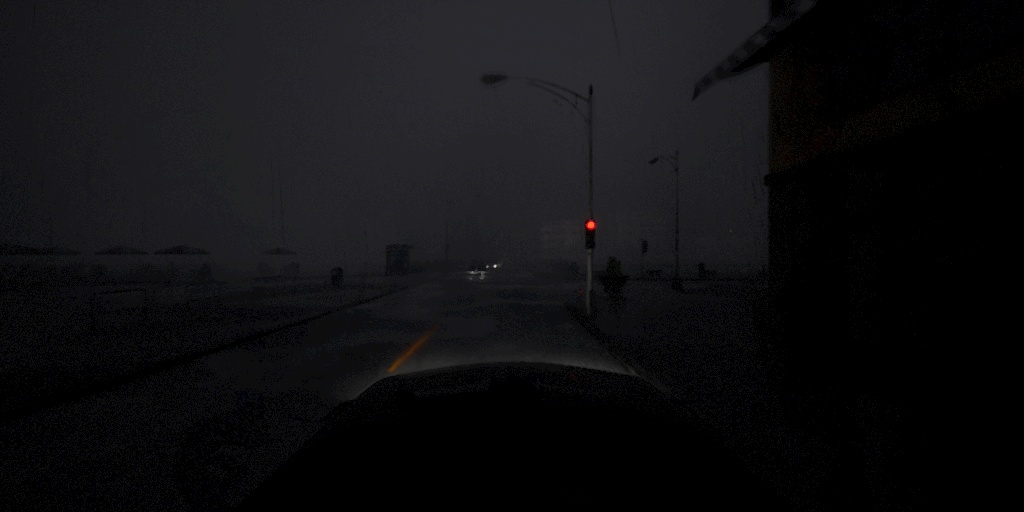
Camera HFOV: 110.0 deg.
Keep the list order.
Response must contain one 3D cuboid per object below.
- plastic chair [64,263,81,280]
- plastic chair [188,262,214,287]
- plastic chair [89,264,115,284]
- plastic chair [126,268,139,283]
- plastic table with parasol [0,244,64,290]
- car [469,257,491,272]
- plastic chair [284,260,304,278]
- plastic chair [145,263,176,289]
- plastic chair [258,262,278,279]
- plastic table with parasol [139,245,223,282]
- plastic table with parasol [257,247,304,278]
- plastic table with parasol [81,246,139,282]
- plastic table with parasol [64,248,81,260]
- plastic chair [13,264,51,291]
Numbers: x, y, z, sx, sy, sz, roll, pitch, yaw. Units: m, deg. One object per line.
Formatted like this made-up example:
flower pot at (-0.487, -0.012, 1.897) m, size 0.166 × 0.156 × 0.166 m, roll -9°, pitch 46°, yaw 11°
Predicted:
plastic chair at (-33.332, 1.156, 27.030) m, size 0.730 × 1.272 × 0.750 m, roll 0°, pitch 0°, yaw -1°
plastic chair at (-18.701, 1.183, 21.625) m, size 0.730 × 1.272 × 0.750 m, roll 0°, pitch 0°, yaw 0°
plastic chair at (-27.001, 1.173, 23.526) m, size 0.750 × 1.272 × 0.730 m, roll 0°, pitch 0°, yaw 0°
plastic chair at (-25.700, 1.167, 24.726) m, size 0.730 × 1.272 × 0.750 m, roll 0°, pitch 0°, yaw 0°
plastic table with parasol at (-26.511, 0.592, 18.856) m, size 2.482 × 2.480 × 2.482 m, roll 0°, pitch 0°, yaw 0°
car at (-4.003, 1.117, 43.022) m, size 2.033 × 1.411 × 5.357 m, roll 0°, pitch 1°, yaw 0°
plastic chair at (-17.900, 1.145, 29.425) m, size 0.730 × 1.272 × 0.750 m, roll 0°, pitch 0°, yaw 0°
plastic chair at (-20.001, 1.188, 20.425) m, size 0.750 × 1.272 × 0.730 m, roll 0°, pitch 0°, yaw 0°
plastic chair at (-19.200, 1.151, 28.225) m, size 0.750 × 1.272 × 0.730 m, roll 0°, pitch 0°, yaw 0°
plastic table with parasol at (-19.921, 0.578, 21.745) m, size 2.482 × 2.480 × 2.482 m, roll 0°, pitch 0°, yaw 0°
plastic table with parasol at (-19.170, 0.540, 29.565) m, size 2.482 × 2.480 × 2.482 m, roll 0°, pitch 0°, yaw 0°
plastic table with parasol at (-26.900, 0.563, 24.776) m, size 2.482 × 2.480 × 2.482 m, roll 0°, pitch 0°, yaw 0°
plastic table with parasol at (-34.510, 0.551, 27.147) m, size 2.482 × 2.480 × 2.482 m, roll 0°, pitch 0°, yaw 0°
plastic chair at (-25.333, 1.195, 18.930) m, size 0.730 × 1.272 × 0.750 m, roll 0°, pitch 0°, yaw -1°
